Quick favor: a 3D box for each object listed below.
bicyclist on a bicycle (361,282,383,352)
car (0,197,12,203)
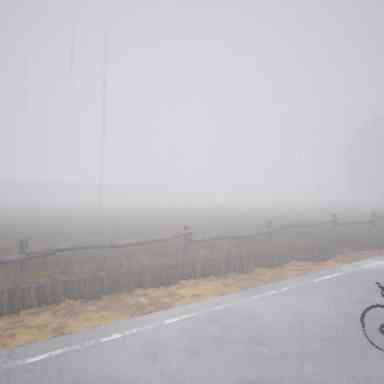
[{"bbox_3d":[2.989,1.453,4.281,0.582,1.620,1.656,0,-1,-37],"label":"bicyclist on a bicycle"},{"bbox_3d":[-27.076,1.377,45.141,4.674,1.442,1.812,1,0,-37],"label":"car"}]
